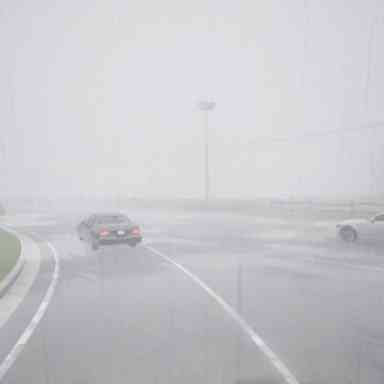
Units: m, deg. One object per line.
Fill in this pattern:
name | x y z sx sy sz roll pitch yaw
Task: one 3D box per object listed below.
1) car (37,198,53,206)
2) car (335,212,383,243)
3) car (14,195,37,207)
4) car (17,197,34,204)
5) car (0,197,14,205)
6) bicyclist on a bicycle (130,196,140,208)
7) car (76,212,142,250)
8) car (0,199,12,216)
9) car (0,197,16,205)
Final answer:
car | -27.972 1.865 62.594 2.033 1.411 5.357 0 0 -43
car | 8.510 1.473 13.970 1.812 1.442 4.674 0 0 -44
car | -30.538 1.567 60.211 2.150 2.045 5.566 0 0 -43
car | -35.134 1.731 70.164 1.837 1.490 4.892 0 0 -43
car | -33.058 1.840 57.784 1.882 1.535 5.008 0 0 -43
bicyclist on a bicycle | -8.127 1.438 47.530 1.656 1.620 0.582 -1 0 -43
car | -3.851 1.601 14.831 2.033 1.411 5.357 0 0 -28
car | -21.334 1.779 35.351 2.033 1.411 5.357 0 0 -43
car | -37.677 1.749 67.758 1.837 1.490 4.892 0 0 -43
